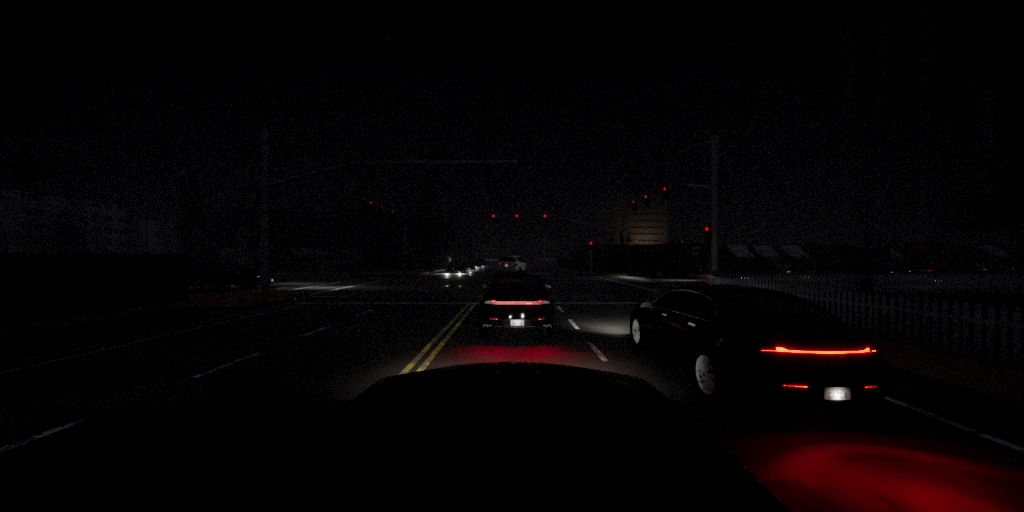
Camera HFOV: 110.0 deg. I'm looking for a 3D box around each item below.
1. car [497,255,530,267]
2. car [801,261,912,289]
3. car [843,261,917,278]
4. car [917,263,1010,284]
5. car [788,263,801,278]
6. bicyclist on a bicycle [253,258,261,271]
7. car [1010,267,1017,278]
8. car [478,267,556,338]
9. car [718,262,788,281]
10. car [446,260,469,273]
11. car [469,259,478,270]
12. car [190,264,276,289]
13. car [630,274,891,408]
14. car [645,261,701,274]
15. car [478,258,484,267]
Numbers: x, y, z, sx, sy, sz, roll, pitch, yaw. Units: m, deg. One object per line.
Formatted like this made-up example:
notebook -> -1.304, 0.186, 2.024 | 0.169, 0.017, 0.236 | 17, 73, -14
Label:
car -> 0.066, 0.971, 37.126 | 2.150, 2.045, 5.566 | 1, 0, 13
car -> 21.800, 1.241, 22.780 | 4.902, 1.511, 2.128 | 0, 0, -1
car -> 34.494, 1.241, 33.710 | 4.902, 1.511, 2.128 | 0, 0, -1
car -> 32.949, 1.255, 26.487 | 4.892, 1.490, 1.837 | 0, 0, -1
car -> 24.670, 1.297, 33.534 | 5.357, 1.411, 2.033 | 0, 0, -1
bicyclist on a bicycle -> -26.163, 1.051, 36.762 | 0.582, 1.620, 1.656 | 0, 0, -3
car -> 38.885, 1.276, 30.282 | 4.674, 1.442, 1.812 | 0, 0, -1
car -> 0.133, 1.242, 10.243 | 2.128, 1.511, 4.902 | 0, 0, 0
car -> 19.625, 1.241, 29.938 | 4.902, 1.511, 2.128 | 0, 0, -1
car -> -6.830, 1.255, 44.270 | 1.837, 1.490, 4.892 | 0, 0, 0
car -> -6.759, 1.276, 54.093 | 1.812, 1.442, 4.674 | 0, 0, 1
car -> -17.363, 1.241, 22.226 | 4.902, 1.511, 2.128 | 0, 0, -2
car -> 3.588, 1.255, 6.337 | 1.837, 1.490, 4.892 | 0, 0, 1
car -> 14.931, 1.255, 33.416 | 4.892, 1.490, 1.837 | 0, 0, 1
car -> -6.653, 1.314, 64.136 | 1.994, 1.385, 4.181 | 0, 0, 1
